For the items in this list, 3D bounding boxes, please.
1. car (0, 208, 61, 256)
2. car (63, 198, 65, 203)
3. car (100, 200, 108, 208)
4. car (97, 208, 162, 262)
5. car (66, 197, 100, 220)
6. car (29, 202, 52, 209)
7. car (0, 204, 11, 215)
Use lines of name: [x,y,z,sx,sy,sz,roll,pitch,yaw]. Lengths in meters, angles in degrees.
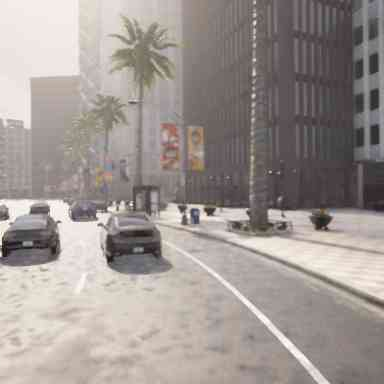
car: [-6.469,1.639,13.702,1.812,1.442,4.674,-1,0,-20]
car: [-32.997,2.134,88.079,2.161,1.482,4.786,-1,0,-25]
car: [-11.741,1.726,41.386,2.231,1.521,4.892,-1,0,-25]
car: [-2.428,1.565,12.623,1.837,1.490,4.892,0,0,-18]
car: [-10.284,1.554,31.073,2.097,1.767,4.553,-1,0,-25]
car: [-15.462,1.778,33.972,1.837,1.490,4.892,-1,0,-25]
car: [-18.070,1.832,31.046,1.812,1.442,4.674,-1,0,-25]
